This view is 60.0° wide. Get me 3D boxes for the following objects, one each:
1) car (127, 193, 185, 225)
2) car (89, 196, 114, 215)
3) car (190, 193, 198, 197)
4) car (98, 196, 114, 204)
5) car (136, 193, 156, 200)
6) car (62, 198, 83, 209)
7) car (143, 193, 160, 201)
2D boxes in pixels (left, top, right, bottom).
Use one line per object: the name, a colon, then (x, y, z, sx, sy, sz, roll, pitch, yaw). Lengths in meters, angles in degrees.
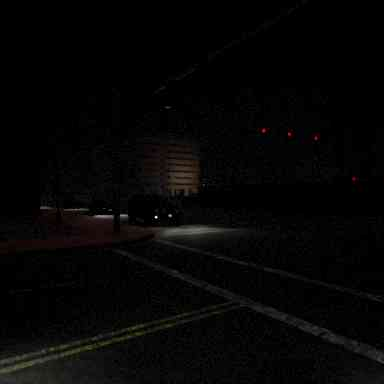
car: (-2.943, 1.222, 24.478, 2.150, 2.045, 5.566, 0, 0, -33)
car: (-9.212, 1.504, 34.253, 1.837, 1.490, 4.892, 0, 0, -33)
car: (1.127, 1.156, 65.232, 3.866, 1.878, 1.905, 0, 0, -34)
car: (-17.333, 1.526, 66.732, 1.812, 1.442, 4.674, 0, 0, -33)
car: (-11.498, 1.153, 83.878, 4.605, 1.855, 1.932, 0, 0, -34)
car: (-16.541, 1.547, 45.710, 2.033, 1.411, 5.357, 0, 0, -32)
car: (-9.918, 1.156, 81.452, 3.866, 1.878, 1.905, 0, 0, -34)
